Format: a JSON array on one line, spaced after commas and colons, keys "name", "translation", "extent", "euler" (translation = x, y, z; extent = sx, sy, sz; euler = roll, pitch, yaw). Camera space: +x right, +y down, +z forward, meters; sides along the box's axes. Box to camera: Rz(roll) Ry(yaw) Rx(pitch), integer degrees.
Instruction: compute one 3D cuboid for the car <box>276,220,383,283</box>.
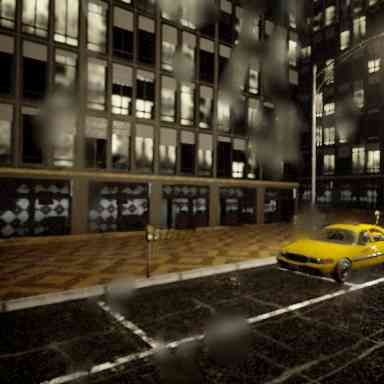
[{"name": "car", "translation": [4.523, 1.548, 9.770], "extent": [4.829, 1.417, 1.752], "euler": [0, 1, -35]}]
